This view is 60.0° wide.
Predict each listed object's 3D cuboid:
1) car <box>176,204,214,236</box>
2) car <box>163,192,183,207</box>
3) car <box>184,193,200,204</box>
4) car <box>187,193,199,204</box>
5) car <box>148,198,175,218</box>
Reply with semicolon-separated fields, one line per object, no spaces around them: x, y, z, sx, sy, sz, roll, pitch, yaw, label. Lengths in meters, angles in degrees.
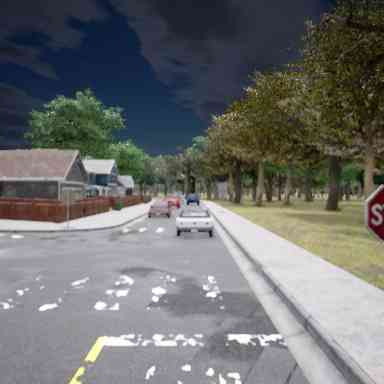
0.145;1.587;18.431;1.895;1.301;4.718;0;0;0;car
-2.724;1.215;45.382;2.150;2.045;5.566;0;0;0;car
0.196;1.233;57.287;2.150;2.045;5.566;0;0;1;car
0.172;1.247;67.977;2.150;2.045;5.566;0;0;-2;car
-2.775;1.512;29.594;1.812;1.442;4.674;0;0;0;car
